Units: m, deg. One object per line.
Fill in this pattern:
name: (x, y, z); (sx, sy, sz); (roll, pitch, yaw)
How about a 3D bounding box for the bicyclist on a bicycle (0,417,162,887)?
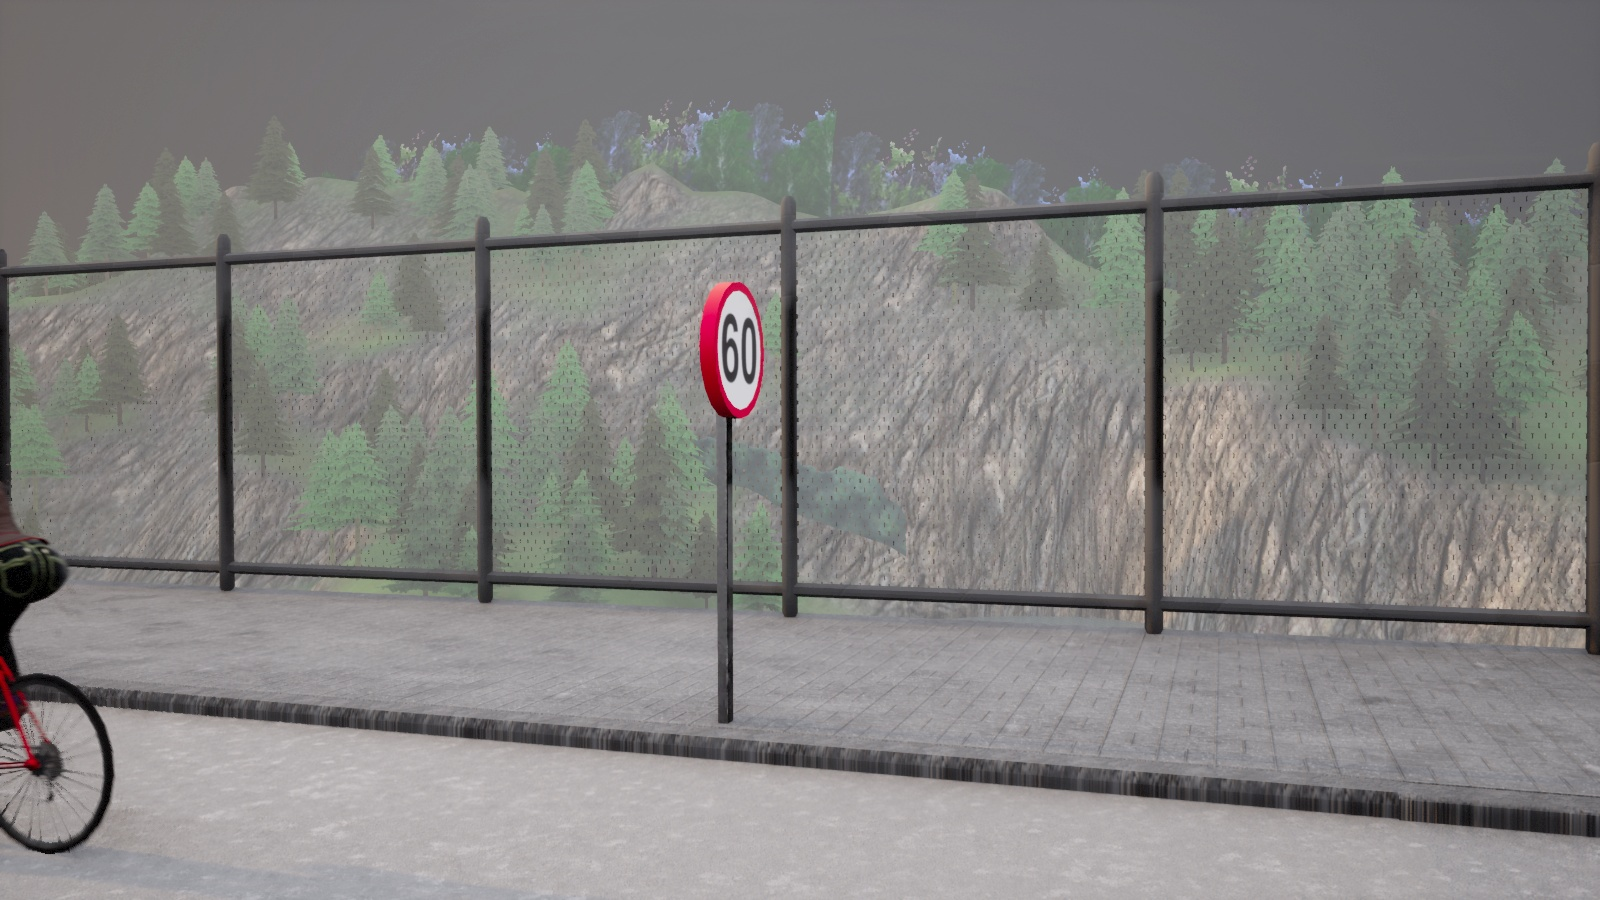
bicyclist on a bicycle: (-3.360, 0.689, 4.859); (1.656, 1.620, 0.582); (0, 1, 19)
